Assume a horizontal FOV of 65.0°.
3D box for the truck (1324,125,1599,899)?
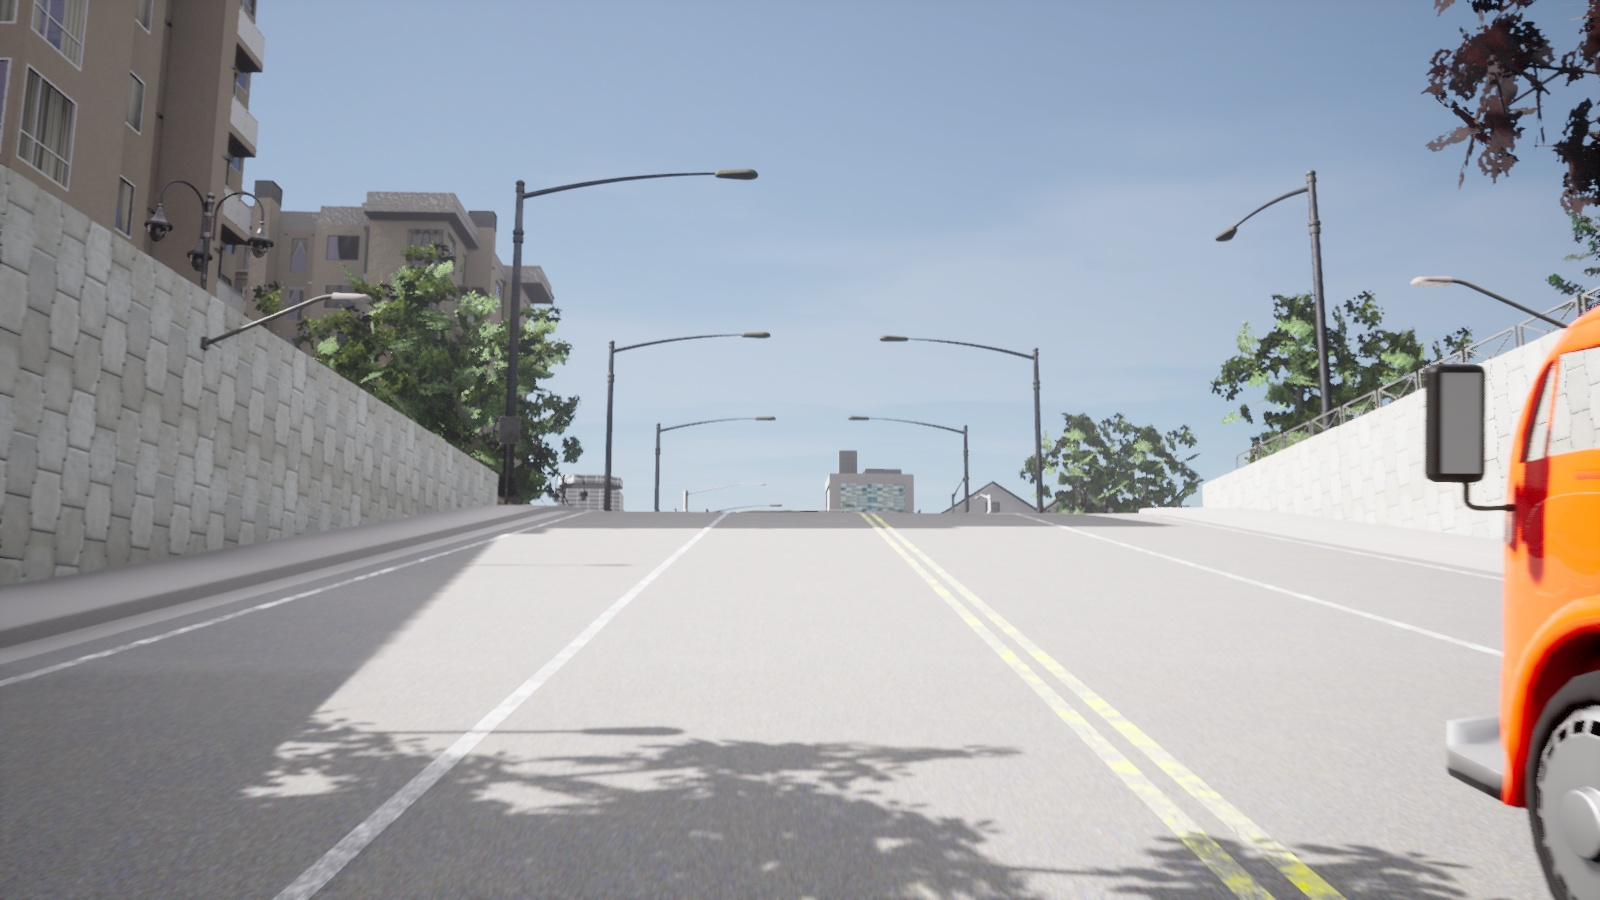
[{"bbox_3d":[3.491,0.350,2.598,2.627,2.467,5.204,0,0,0],"label":"truck"}]
